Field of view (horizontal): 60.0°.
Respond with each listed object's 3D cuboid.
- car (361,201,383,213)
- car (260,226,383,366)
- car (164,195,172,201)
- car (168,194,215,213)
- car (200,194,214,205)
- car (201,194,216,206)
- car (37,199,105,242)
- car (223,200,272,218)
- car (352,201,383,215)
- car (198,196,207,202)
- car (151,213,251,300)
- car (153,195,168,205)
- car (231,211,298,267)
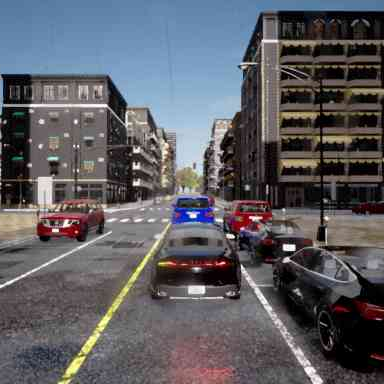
[{"bbox_3d":[22.669,1.743,39.489,4.313,1.339,1.947,0,-1,0],"label":"car"},{"bbox_3d":[2.687,1.568,5.795,1.947,1.339,4.313,1,0,0],"label":"car"},{"bbox_3d":[-5.948,1.564,82.966,1.752,1.417,4.829,1,0,0],"label":"car"},{"bbox_3d":[0.042,1.229,18.304,2.150,2.045,5.566,0,0,0],"label":"car"},{"bbox_3d":[2.632,1.342,60.445,2.192,1.841,5.009,1,0,0],"label":"car"},{"bbox_3d":[2.659,1.339,54.745,2.192,1.841,5.009,1,0,0],"label":"car"},{"bbox_3d":[-5.798,1.322,16.636,2.192,1.841,5.009,1,0,0],"label":"car"},{"bbox_3d":[2.728,1.322,16.670,2.192,1.841,5.009,1,0,0],"label":"car"},{"bbox_3d":[17.182,1.581,31.079,4.206,1.307,1.802,0,-1,0],"label":"car"},{"bbox_3d":[2.450,1.601,77.529,1.947,1.339,4.313,1,0,0],"label":"car"},{"bbox_3d":[0.075,1.508,8.388,1.837,1.490,4.892,0,0,0],"label":"car"},{"bbox_3d":[-5.996,1.577,60.352,2.008,1.369,4.403,1,0,0],"label":"car"},{"bbox_3d":[2.669,1.570,11.234,1.947,1.339,4.313,1,0,0],"label":"car"}]
